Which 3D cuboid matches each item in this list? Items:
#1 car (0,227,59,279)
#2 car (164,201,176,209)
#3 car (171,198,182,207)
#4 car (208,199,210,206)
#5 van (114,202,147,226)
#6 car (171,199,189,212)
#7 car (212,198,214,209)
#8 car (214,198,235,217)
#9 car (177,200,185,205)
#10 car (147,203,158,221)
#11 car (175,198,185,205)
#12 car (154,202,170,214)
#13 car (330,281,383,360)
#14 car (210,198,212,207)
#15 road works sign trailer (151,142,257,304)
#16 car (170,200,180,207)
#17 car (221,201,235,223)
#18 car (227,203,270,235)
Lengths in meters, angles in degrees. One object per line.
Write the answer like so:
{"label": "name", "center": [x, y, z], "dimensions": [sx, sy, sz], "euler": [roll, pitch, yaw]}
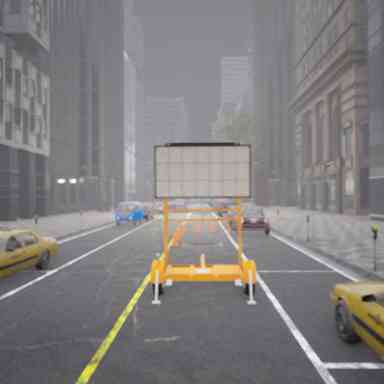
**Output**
{"label": "car", "center": [-5.369, 1.670, 9.112], "dimensions": [1.752, 1.417, 4.829], "euler": [0, 0, 3]}
{"label": "car", "center": [-3.964, 2.399, 60.046], "dimensions": [1.802, 1.307, 4.206], "euler": [0, -1, 2]}
{"label": "car", "center": [-3.500, 2.383, 76.957], "dimensions": [2.192, 1.841, 5.009], "euler": [-1, -1, 2]}
{"label": "car", "center": [4.868, 2.501, 71.074], "dimensions": [1.802, 1.307, 4.206], "euler": [-1, -1, 2]}
{"label": "van", "center": [-4.897, 1.693, 26.231], "dimensions": [1.690, 1.788, 3.998], "euler": [0, -1, 2]}
{"label": "car", "center": [-1.637, 2.166, 48.714], "dimensions": [1.812, 1.442, 4.674], "euler": [0, -1, 2]}
{"label": "car", "center": [4.089, 1.835, 42.892], "dimensions": [2.192, 1.841, 5.009], "euler": [0, -1, 2]}
{"label": "car", "center": [3.934, 1.757, 37.256], "dimensions": [2.192, 1.841, 5.009], "euler": [0, -1, 2]}
{"label": "car", "center": [-3.031, 2.905, 93.862], "dimensions": [1.947, 1.339, 4.313], "euler": [-1, -1, 2]}
{"label": "car", "center": [-4.741, 1.991, 31.865], "dimensions": [1.947, 1.339, 4.313], "euler": [0, -1, 2]}
{"label": "car", "center": [-3.189, 2.564, 88.230], "dimensions": [2.192, 1.841, 5.009], "euler": [-1, -1, 2]}
{"label": "car", "center": [-4.431, 2.021, 43.139], "dimensions": [1.967, 1.590, 4.097], "euler": [0, -1, 2]}
{"label": "car", "center": [3.016, 1.548, 3.634], "dimensions": [1.752, 1.417, 4.829], "euler": [0, 0, 3]}
{"label": "car", "center": [4.402, 2.118, 54.165], "dimensions": [1.967, 1.590, 4.097], "euler": [0, -1, 2]}
{"label": "road works sign trailer", "center": [0.272, 0.562, 8.381], "dimensions": [2.380, 3.560, 2.880], "euler": [0, -1, 2]}
{"label": "car", "center": [-3.658, 2.502, 71.149], "dimensions": [1.752, 1.417, 4.829], "euler": [0, -1, 2]}
{"label": "car", "center": [3.624, 1.732, 25.980], "dimensions": [1.967, 1.590, 4.097], "euler": [0, -1, 2]}
{"label": "car", "center": [3.469, 1.661, 20.344], "dimensions": [1.967, 1.590, 4.097], "euler": [0, -1, 2]}
